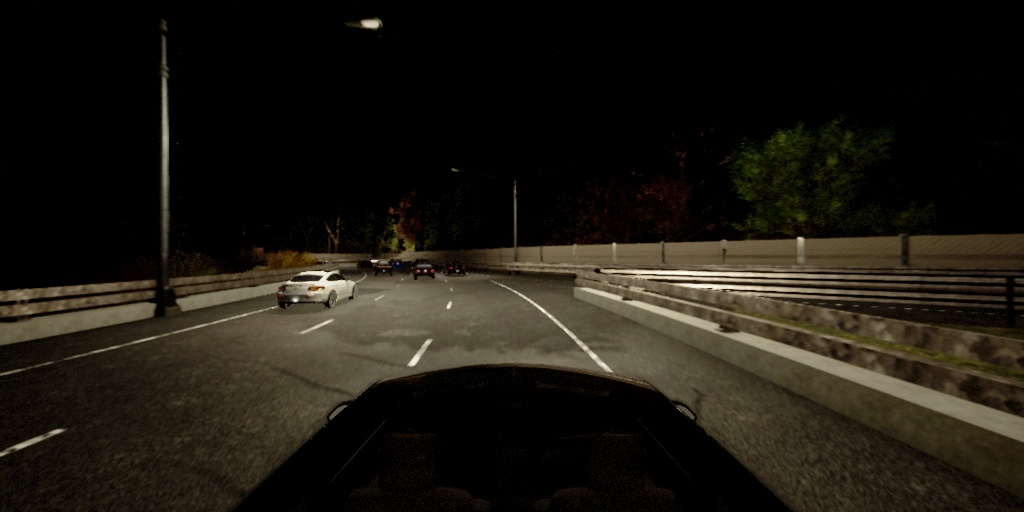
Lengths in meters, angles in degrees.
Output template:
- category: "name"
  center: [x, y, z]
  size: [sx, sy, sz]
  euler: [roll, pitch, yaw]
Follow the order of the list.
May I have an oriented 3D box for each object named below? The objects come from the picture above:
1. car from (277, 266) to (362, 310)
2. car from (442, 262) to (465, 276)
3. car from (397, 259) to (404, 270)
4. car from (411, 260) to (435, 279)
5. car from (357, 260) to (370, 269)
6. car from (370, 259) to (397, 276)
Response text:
- category: "car"
  center: [-8.058, 1.338, 15.131]
  size: [1.812, 1.442, 4.674]
  euler: [0, 0, -8]
- category: "car"
  center: [-6.235, 1.349, 38.176]
  size: [1.812, 1.442, 4.674]
  euler: [0, 0, -19]
- category: "car"
  center: [-18.408, 1.268, 56.363]
  size: [2.097, 1.767, 4.553]
  euler: [0, 0, -29]
- category: "car"
  center: [-8.421, 1.380, 33.997]
  size: [2.033, 1.411, 5.357]
  euler: [0, 0, -18]
- category: "car"
  center: [-24.587, 1.463, 59.818]
  size: [1.837, 1.490, 4.892]
  euler: [0, 0, -33]
- category: "car"
  center: [-14.484, 1.368, 40.270]
  size: [2.128, 1.511, 4.902]
  euler: [0, 0, -22]
